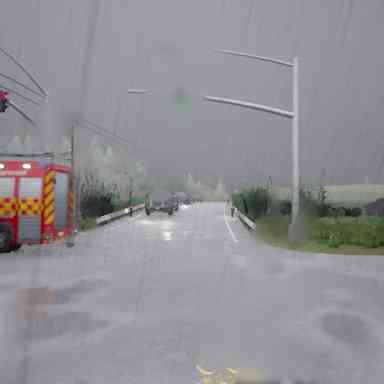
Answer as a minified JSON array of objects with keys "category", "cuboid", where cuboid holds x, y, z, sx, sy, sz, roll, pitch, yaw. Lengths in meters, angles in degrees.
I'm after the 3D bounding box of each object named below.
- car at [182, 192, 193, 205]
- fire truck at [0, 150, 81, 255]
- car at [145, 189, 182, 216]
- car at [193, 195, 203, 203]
[{"category":"car","cuboid":[-1.318,0.786,41.293,1.837,1.490,4.892,0,0,6]},{"category":"fire truck","cuboid":[-9.176,0.335,13.513,8.468,3.827,2.891,0,-1,5]},{"category":"car","cuboid":[-2.483,0.810,28.875,2.150,2.045,5.566,0,3,5]},{"category":"car","cuboid":[0.889,1.248,59.629,2.033,1.411,5.357,0,-2,7]}]
